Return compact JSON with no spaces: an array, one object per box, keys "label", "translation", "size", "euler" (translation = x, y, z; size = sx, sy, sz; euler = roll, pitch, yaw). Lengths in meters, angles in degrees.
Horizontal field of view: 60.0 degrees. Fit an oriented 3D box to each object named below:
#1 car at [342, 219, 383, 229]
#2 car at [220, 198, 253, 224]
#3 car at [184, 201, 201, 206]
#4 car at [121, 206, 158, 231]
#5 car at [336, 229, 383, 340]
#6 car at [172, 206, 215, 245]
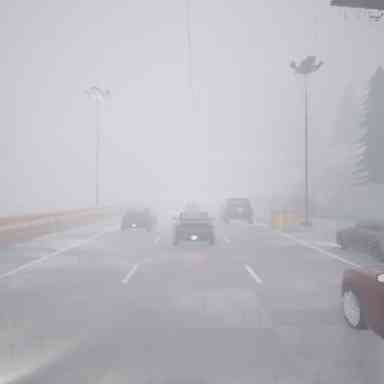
[{"label":"car","translation":[7.090,1.678,12.437],"size":[1.994,1.385,4.181],"euler":[0,-1,0]},{"label":"car","translation":[3.575,1.474,27.425],"size":[2.150,2.045,5.566],"euler":[0,0,0]},{"label":"car","translation":[0.049,1.892,42.055],"size":[1.837,1.490,4.892],"euler":[0,0,0]},{"label":"car","translation":[-3.419,1.709,22.049],"size":[1.837,1.490,4.892],"euler":[0,0,0]},{"label":"car","translation":[3.596,1.515,3.980],"size":[1.882,1.535,5.008],"euler":[0,0,0]},{"label":"car","translation":[0.087,1.657,16.362],"size":[1.837,1.490,4.892],"euler":[0,0,0]}]
